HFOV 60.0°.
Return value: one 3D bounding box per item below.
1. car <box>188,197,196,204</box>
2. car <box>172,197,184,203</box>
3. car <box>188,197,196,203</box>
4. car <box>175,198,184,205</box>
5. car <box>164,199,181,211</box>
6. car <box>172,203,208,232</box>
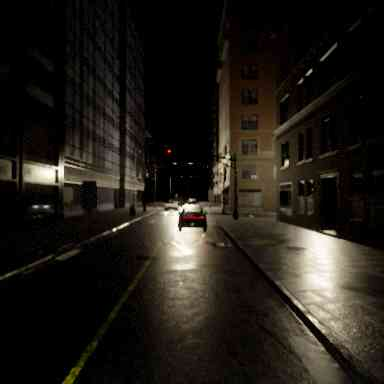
[{"bbox_3d":[0.055,2.231,89.182,2.097,1.767,4.553,0,-1,0],"label":"car"},{"bbox_3d":[-2.976,1.987,65.082,2.150,2.045,5.566,0,-1,0],"label":"car"},{"bbox_3d":[0.049,2.440,78.789,2.128,1.511,4.902,0,-1,0],"label":"car"},{"bbox_3d":[-2.949,2.290,80.399,2.097,1.767,4.553,0,-1,0],"label":"car"},{"bbox_3d":[-3.062,2.116,49.684,1.812,1.442,4.674,0,-1,0],"label":"car"},{"bbox_3d":[0.059,1.767,22.296,2.128,1.511,4.902,0,-1,1],"label":"car"}]
